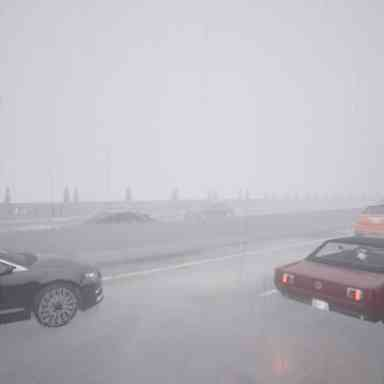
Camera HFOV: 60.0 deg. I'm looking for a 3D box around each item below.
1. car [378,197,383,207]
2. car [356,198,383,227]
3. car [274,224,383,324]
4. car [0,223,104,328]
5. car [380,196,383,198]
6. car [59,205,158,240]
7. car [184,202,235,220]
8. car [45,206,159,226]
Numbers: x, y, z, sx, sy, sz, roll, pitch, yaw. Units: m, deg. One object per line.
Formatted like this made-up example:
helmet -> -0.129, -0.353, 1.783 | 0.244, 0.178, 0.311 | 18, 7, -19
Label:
car -> 32.306, 1.604, 54.180 | 4.892, 1.490, 1.837 | 0, 0, -40
car -> 10.166, 1.384, 16.819 | 4.553, 1.767, 2.097 | 0, 0, -40
car -> 3.901, 1.616, 7.018 | 4.718, 1.301, 1.895 | 0, 0, -39
car -> -3.949, 1.519, 5.397 | 4.902, 1.511, 2.128 | 0, 0, -35
car -> 27.163, 1.306, 45.259 | 5.566, 2.045, 2.150 | 0, 0, -40
car -> -4.500, 1.547, 18.416 | 5.008, 1.535, 1.882 | 0, 0, -40
car -> 1.544, 1.592, 28.098 | 4.892, 1.490, 1.837 | 0, 0, -40
car -> -3.687, 1.561, 14.591 | 4.892, 1.490, 1.837 | 0, 0, -39
